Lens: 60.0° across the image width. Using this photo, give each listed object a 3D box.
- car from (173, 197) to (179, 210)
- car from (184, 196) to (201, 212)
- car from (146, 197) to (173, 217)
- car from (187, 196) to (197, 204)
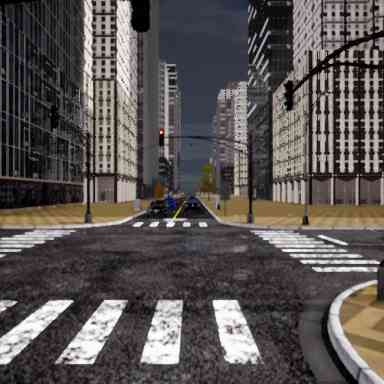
[{"bbox_3d":[-3.130,1.443,43.365,1.882,1.535,5.008,0,0,0],"label":"car"},{"bbox_3d":[0.072,1.517,38.997,2.033,1.411,5.357,0,0,0],"label":"car"},{"bbox_3d":[-3.124,1.481,31.188,1.837,1.490,4.892,0,0,0],"label":"car"},{"bbox_3d":[-0.013,1.471,64.904,1.812,1.442,4.674,0,0,1],"label":"car"}]
